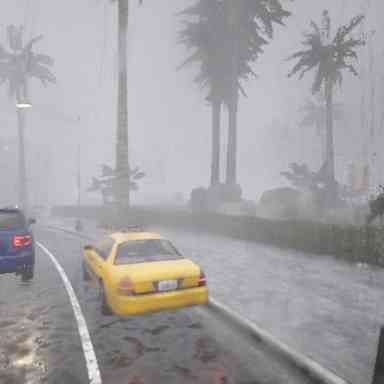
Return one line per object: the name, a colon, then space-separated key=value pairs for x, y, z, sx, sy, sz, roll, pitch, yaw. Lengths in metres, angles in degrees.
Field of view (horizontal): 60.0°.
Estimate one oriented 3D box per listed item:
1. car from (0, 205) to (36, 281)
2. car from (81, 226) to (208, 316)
car: x=-5.989 y=1.397 z=9.971 sx=2.150 sy=2.045 sz=5.566 roll=1 pitch=-1 yaw=-27
car: x=-1.489 y=1.589 z=7.950 sx=1.801 sy=1.575 sz=5.366 roll=0 pitch=-1 yaw=-25
